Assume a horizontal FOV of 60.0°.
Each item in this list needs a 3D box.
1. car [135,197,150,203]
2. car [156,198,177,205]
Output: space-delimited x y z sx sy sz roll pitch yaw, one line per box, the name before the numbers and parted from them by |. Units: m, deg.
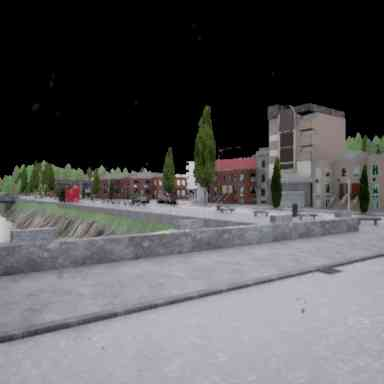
car | -10.460 1.659 68.809 1.994 1.385 4.181 0 0 -35
car | -4.658 1.697 60.674 1.895 1.301 4.718 0 0 -35
